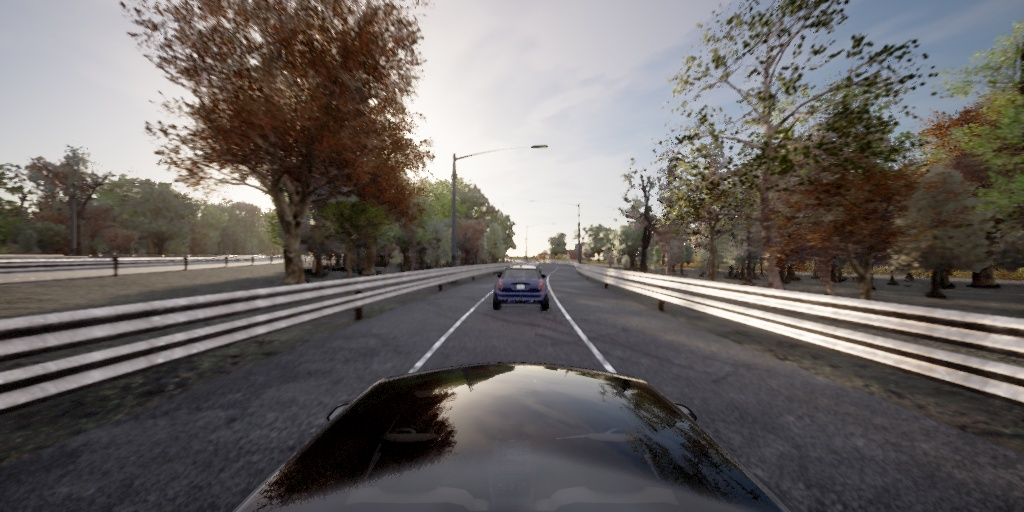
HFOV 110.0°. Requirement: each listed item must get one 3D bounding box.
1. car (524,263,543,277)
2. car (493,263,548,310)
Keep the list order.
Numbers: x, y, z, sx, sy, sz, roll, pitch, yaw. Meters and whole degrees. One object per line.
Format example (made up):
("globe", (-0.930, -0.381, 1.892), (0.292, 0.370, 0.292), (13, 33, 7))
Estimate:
("car", (2.548, 1.562, 40.999), (1.837, 1.490, 4.892), (0, 0, 7))
("car", (0.416, 1.199, 15.563), (2.097, 1.767, 4.553), (0, -1, 3))
